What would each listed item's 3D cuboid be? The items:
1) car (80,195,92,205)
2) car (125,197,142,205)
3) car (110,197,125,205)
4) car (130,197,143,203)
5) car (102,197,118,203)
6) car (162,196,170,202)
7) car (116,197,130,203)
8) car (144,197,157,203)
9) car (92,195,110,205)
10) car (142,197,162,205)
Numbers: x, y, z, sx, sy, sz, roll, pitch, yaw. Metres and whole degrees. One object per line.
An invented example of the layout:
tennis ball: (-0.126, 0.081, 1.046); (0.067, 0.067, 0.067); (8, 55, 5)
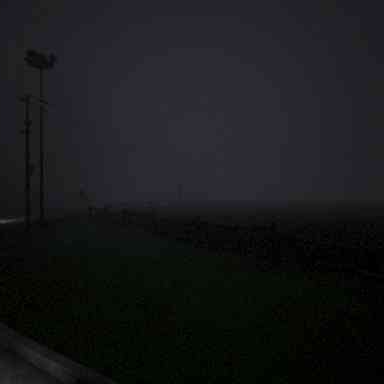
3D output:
car: (-22.371, 1.773, 72.950); (2.150, 2.045, 5.566); (0, 0, 10)
car: (-12.042, 1.936, 71.056); (1.882, 1.535, 5.008); (0, 0, 10)
car: (-15.406, 2.096, 72.116); (1.895, 1.301, 4.718); (0, 0, 10)
car: (-13.631, 1.976, 81.961); (1.895, 1.301, 4.718); (0, 0, 10)
car: (-20.526, 1.965, 83.174); (2.128, 1.511, 4.902); (0, 0, 10)
car: (-6.749, 1.798, 80.690); (1.882, 1.535, 5.008); (0, 0, 10)
car: (-17.075, 2.006, 82.582); (1.895, 1.301, 4.718); (0, 0, 10)
car: (-10.187, 1.946, 81.340); (1.895, 1.301, 4.718); (0, 0, 10)
car: (-18.927, 1.743, 72.329); (2.150, 2.045, 5.566); (0, 0, 10)
car: (-8.517, 2.036, 70.873); (1.895, 1.301, 4.718); (0, 0, 10)
